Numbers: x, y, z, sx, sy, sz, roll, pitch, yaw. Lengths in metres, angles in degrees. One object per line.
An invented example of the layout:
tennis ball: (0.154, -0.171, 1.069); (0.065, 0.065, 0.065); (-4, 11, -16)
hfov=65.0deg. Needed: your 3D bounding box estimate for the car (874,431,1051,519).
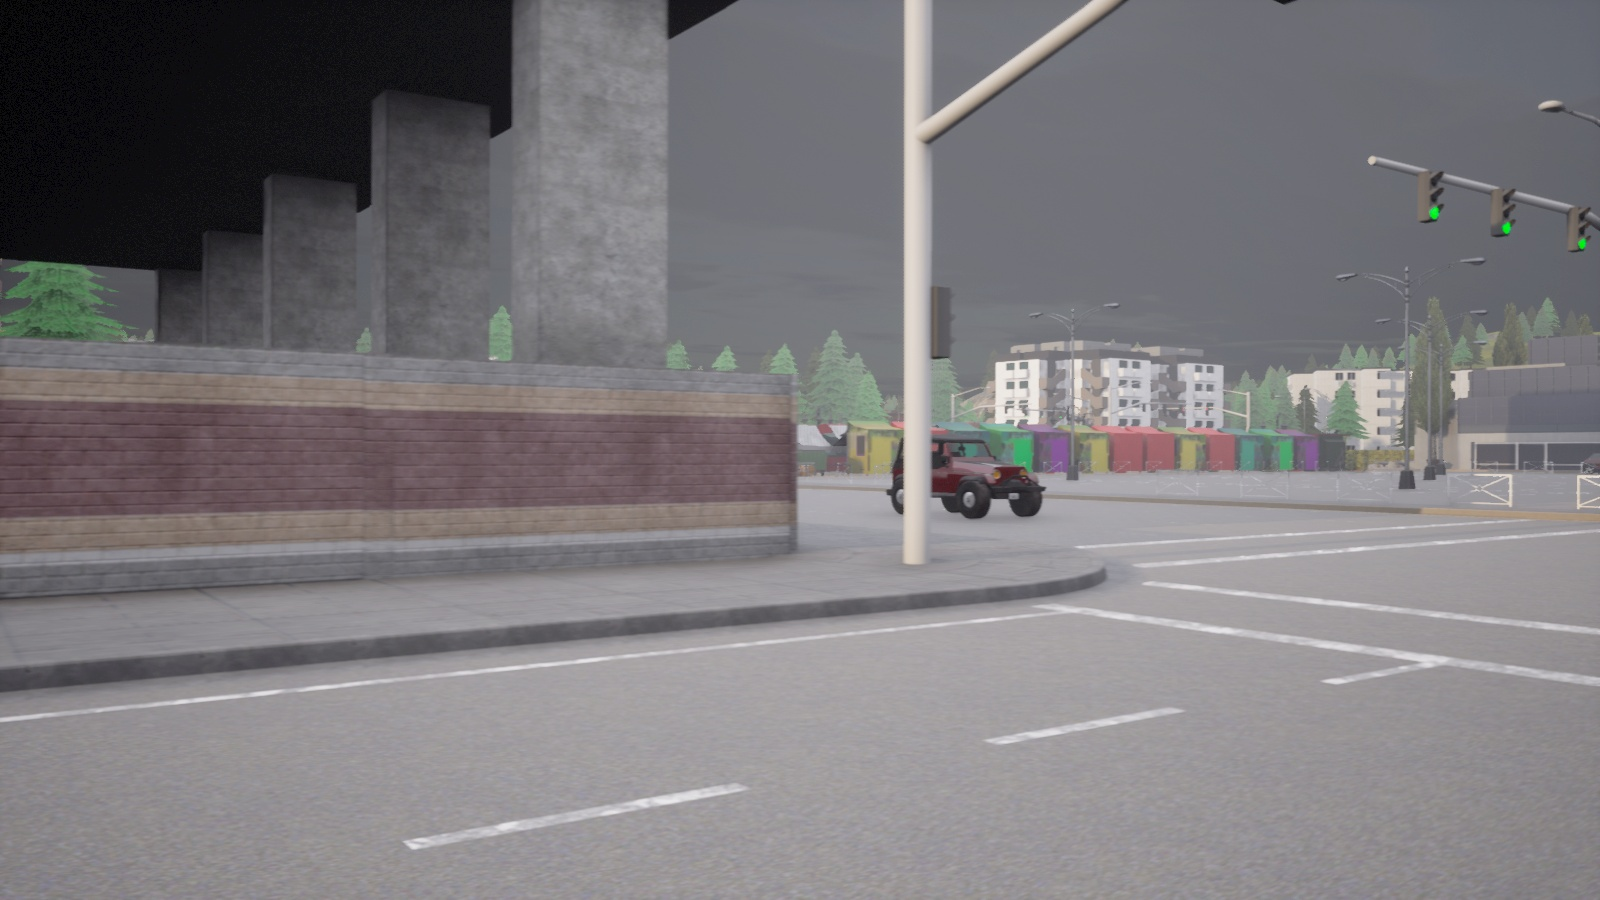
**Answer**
car: (3.661, 0.545, 28.859); (1.905, 1.878, 3.866); (0, 0, -35)
